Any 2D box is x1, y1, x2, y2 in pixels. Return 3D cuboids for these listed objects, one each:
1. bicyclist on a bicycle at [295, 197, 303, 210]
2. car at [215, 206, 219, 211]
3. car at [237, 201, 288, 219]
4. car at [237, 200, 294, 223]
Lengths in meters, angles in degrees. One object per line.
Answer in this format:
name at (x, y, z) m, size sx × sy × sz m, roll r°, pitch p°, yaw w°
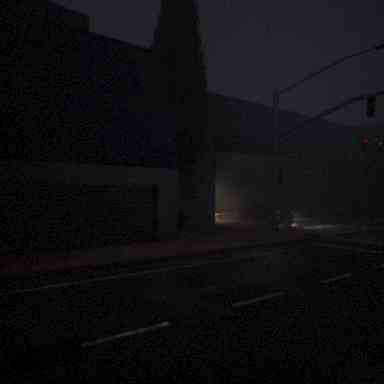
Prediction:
bicyclist on a bicycle at (13.274, 1.453, 41.165) m, size 1.656 × 1.620 × 0.582 m, roll 0°, pitch 0°, yaw -37°
car at (0.749, 1.647, 38.748) m, size 2.033 × 1.411 × 5.357 m, roll 0°, pitch 0°, yaw -36°
car at (6.481, 1.626, 31.069) m, size 1.812 × 1.442 × 4.674 m, roll 0°, pitch 0°, yaw -37°
car at (5.719, 1.438, 26.242) m, size 2.097 × 1.767 × 4.553 m, roll 0°, pitch 0°, yaw -37°
